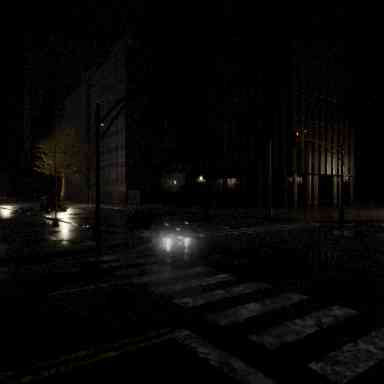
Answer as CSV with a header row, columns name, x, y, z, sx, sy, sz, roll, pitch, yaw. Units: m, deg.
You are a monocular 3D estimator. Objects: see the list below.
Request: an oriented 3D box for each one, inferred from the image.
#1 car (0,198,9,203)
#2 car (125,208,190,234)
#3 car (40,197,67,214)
name,x,y,z,sx,sy,sz,roll,pitch,yaw
car,-44.326,2.017,78.403,2.097,1.767,4.553,0,-1,-36
car,-2.304,1.685,20.432,2.033,1.411,5.357,0,-1,-36
car,-17.143,1.643,40.906,2.150,2.045,5.566,0,0,-36
